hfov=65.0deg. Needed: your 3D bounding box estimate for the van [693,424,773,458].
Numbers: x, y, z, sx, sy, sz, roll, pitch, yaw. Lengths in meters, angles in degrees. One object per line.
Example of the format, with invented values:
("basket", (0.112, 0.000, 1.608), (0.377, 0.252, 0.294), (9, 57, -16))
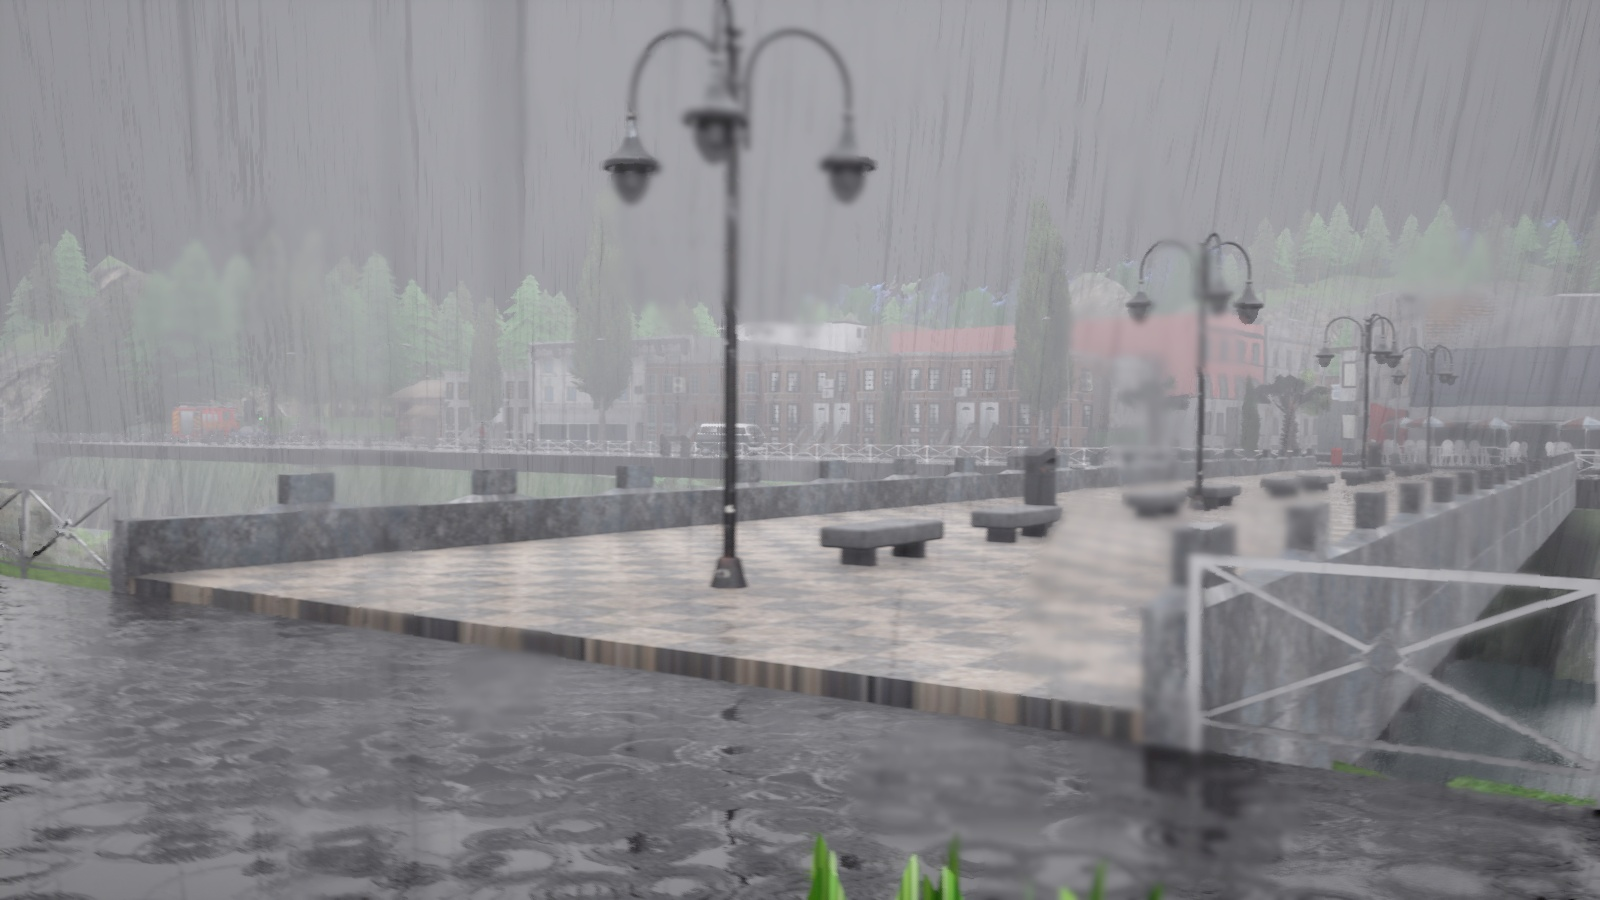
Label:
("van", (-4.085, -0.548, 76.161), (4.480, 2.038, 2.069), (0, 1, 34))
